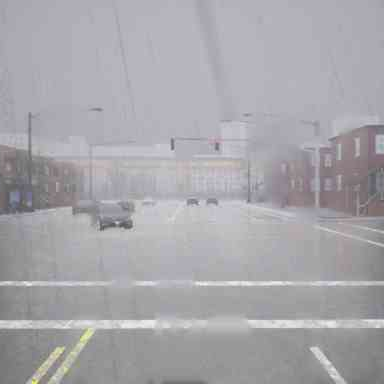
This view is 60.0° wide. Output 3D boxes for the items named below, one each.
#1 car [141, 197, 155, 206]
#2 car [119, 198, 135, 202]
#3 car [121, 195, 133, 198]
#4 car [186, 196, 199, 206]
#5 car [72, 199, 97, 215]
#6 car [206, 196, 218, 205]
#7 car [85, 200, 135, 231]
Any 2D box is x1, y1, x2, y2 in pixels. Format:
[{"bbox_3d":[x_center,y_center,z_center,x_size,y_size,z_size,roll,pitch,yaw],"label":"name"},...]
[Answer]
[{"bbox_3d":[-7.089,1.525,54.318,1.812,1.442,4.674,0,0,0],"label":"car"},{"bbox_3d":[-7.108,1.601,34.083,1.895,1.301,4.718,0,0,-1],"label":"car"},{"bbox_3d":[-10.594,1.352,53.585,2.097,1.767,4.553,0,0,0],"label":"car"},{"bbox_3d":[0.085,1.478,56.346,1.882,1.535,5.008,0,0,0],"label":"car"},{"bbox_3d":[-10.609,1.478,33.862,1.882,1.535,5.008,0,0,0],"label":"car"},{"bbox_3d":[3.481,1.505,58.461,1.837,1.490,4.892,0,0,0],"label":"car"},{"bbox_3d":[-5.179,1.505,20.699,1.837,1.490,4.892,-1,0,-25],"label":"car"}]
